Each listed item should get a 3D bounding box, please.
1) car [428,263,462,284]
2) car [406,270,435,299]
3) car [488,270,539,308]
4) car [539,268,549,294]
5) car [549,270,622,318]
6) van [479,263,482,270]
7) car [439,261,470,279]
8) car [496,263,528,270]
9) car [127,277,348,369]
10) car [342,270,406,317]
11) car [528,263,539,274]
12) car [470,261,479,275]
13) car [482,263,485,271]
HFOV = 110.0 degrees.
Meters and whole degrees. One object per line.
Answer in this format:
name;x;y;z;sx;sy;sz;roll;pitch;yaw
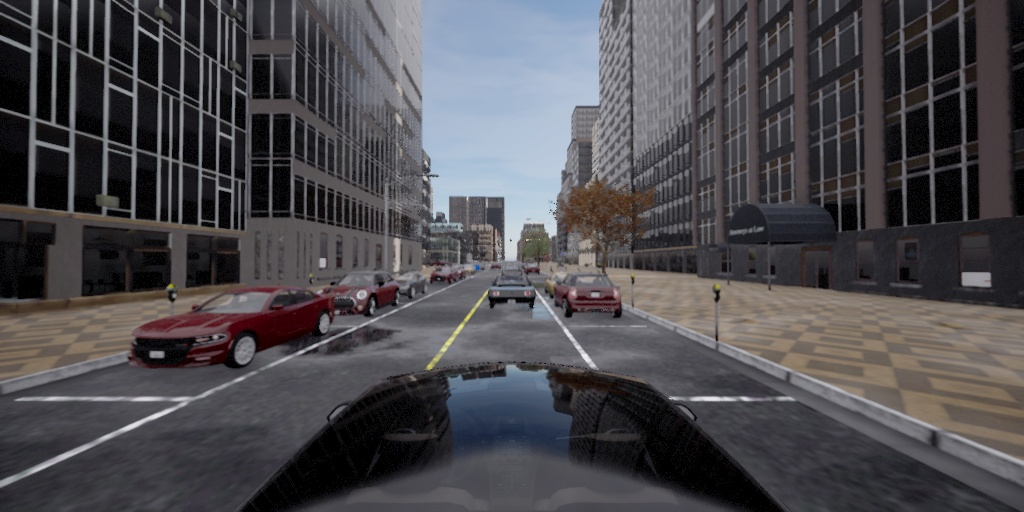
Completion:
car;-5.699;1.561;30.144;1.888;1.381;4.507;0;0;0
car;-5.695;1.463;19.066;2.007;1.370;4.403;0;0;0
car;-0.002;1.484;15.958;1.895;1.301;4.718;0;0;0
car;2.685;1.438;19.238;1.751;1.417;4.829;0;0;0
car;2.687;1.300;13.530;1.967;1.591;4.097;0;0;0
van;-5.705;1.563;52.300;1.690;1.789;3.998;0;0;0
car;-5.700;1.507;35.684;1.967;1.591;4.097;0;0;0
car;-0.003;1.518;31.151;2.128;1.511;4.902;0;0;0
car;-5.692;1.354;7.988;1.888;1.381;4.507;0;0;0
car;-5.694;1.300;13.527;1.967;1.591;4.097;0;0;0
car;2.677;1.716;46.764;1.888;1.381;4.507;0;0;0
car;-5.704;1.696;46.591;1.751;1.417;4.829;0;0;0
car;-5.708;1.892;63.378;1.948;1.339;4.313;0;0;0
